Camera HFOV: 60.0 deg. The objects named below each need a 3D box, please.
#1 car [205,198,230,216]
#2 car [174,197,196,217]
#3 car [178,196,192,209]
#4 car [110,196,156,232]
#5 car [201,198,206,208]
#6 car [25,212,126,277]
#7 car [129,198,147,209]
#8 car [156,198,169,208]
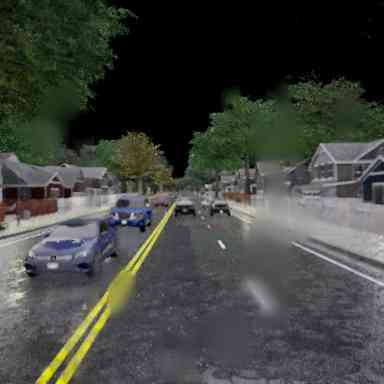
[{"bbox_3d":[2.586,1.489,32.188,1.837,1.490,4.892,0,1,-1],"label":"car"},{"bbox_3d":[-0.664,1.480,31.976,1.882,1.535,5.008,0,0,-1],"label":"car"},{"bbox_3d":[-0.999,1.416,46.150,1.837,1.490,4.892,0,1,-1],"label":"car"},{"bbox_3d":[-3.812,1.308,21.190,2.150,2.045,5.566,0,0,-1],"label":"car"},{"bbox_3d":[2.257,1.494,45.856,1.895,1.301,4.718,0,0,-1],"label":"car"},{"bbox_3d":[-3.577,1.619,10.779,1.812,1.442,4.674,0,0,-1],"label":"car"},{"bbox_3d":[-7.574,1.554,46.992,1.895,1.301,4.718,0,0,-1],"label":"car"},{"bbox_3d":[-4.325,1.535,47.068,1.895,1.301,4.718,0,0,-1],"label":"car"}]
